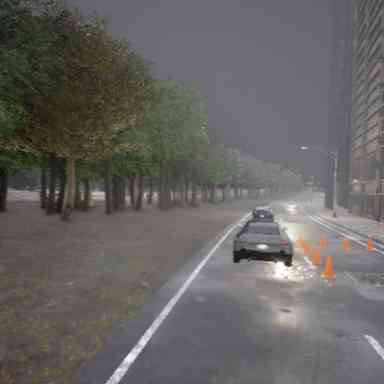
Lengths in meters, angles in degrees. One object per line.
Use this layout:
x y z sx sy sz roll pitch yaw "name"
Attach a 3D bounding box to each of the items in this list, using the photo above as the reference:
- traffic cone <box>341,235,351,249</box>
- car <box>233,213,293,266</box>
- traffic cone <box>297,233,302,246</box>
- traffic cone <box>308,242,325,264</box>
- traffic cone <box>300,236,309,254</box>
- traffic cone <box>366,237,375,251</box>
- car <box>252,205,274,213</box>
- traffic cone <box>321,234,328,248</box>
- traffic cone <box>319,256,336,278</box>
7.029 2.276 15.145 0.340 0.580 0.340 2 0 11 "traffic cone"
2.611 1.720 12.434 1.994 1.385 4.181 2 0 11 "car"
5.065 2.212 15.515 0.340 0.580 0.340 2 0 11 "traffic cone"
4.325 2.165 11.584 0.340 0.580 0.340 2 0 11 "traffic cone"
4.695 2.188 13.550 0.340 0.580 0.340 2 0 11 "traffic cone"
8.011 2.309 14.960 0.340 0.580 0.340 2 0 11 "traffic cone"
6.455 1.903 30.258 1.812 1.442 4.674 2 0 13 "car"
6.047 2.244 15.331 0.340 0.580 0.340 2 0 11 "traffic cone"
3.955 2.141 9.619 0.340 0.580 0.340 2 0 11 "traffic cone"
